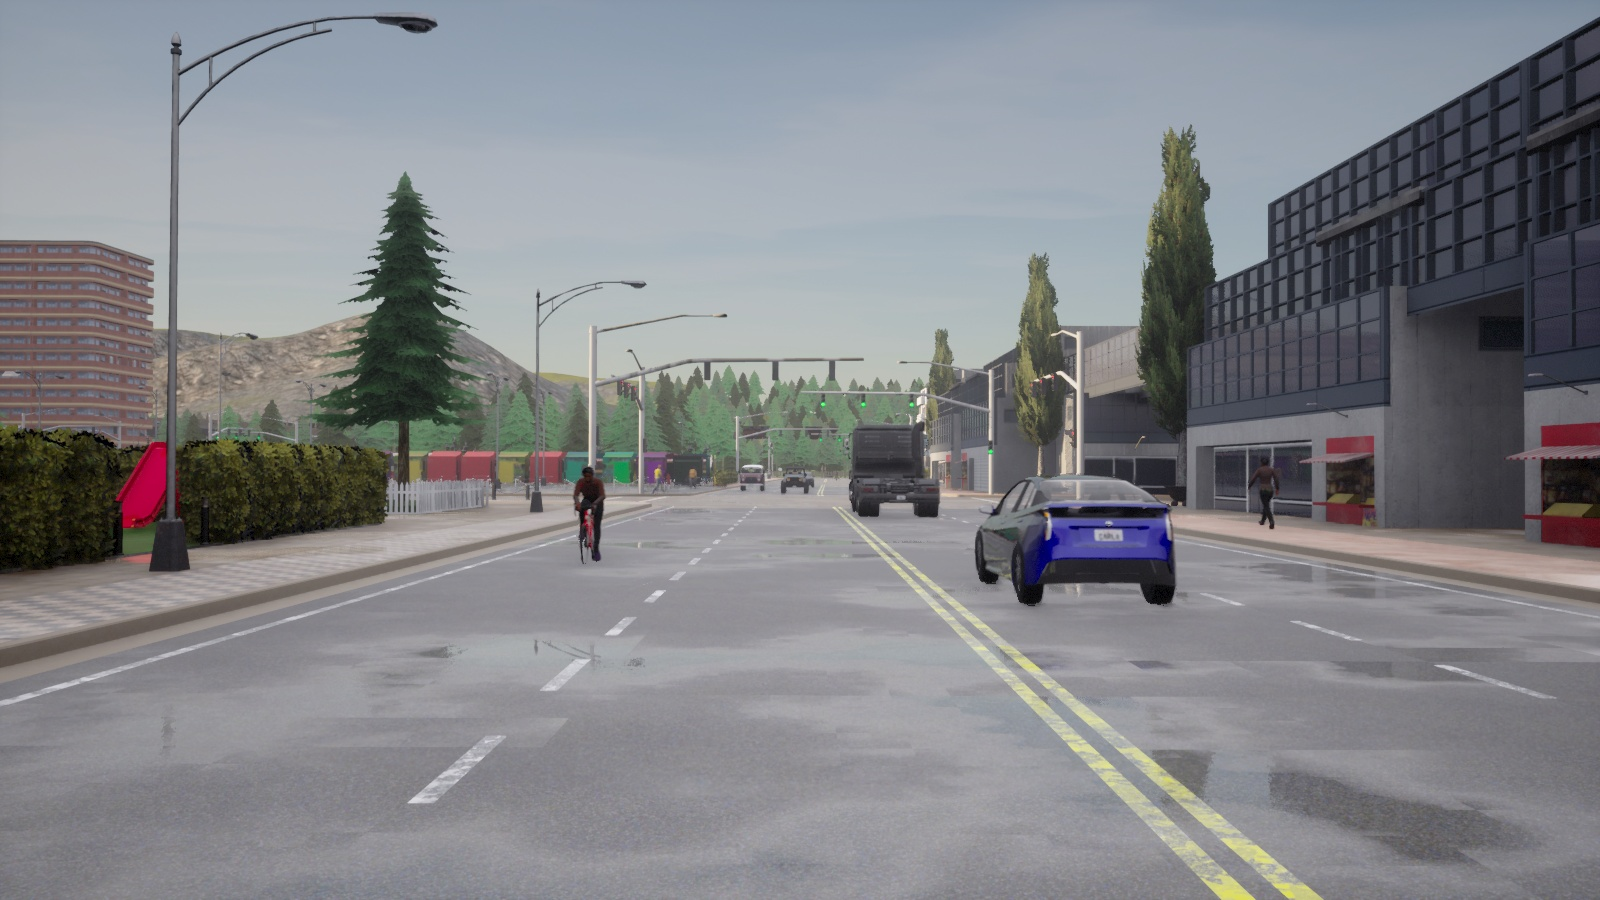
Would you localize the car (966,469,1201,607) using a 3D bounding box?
[{"bbox_3d":[3.460,1.020,16.268,2.007,1.525,4.514,0,-1,0],"label":"car"}]

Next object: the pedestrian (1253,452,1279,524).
[{"bbox_3d":[11.793,0.959,31.801,0.328,1.805,0.869,0,-1,0],"label":"pedestrian"}]

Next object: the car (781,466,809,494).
[{"bbox_3d":[-0.334,2.079,87.593,1.905,1.878,3.866,0,-1,1],"label":"car"}]

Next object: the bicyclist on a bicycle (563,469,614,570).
[{"bbox_3d":[-3.552,1.136,21.156,0.582,1.620,1.656,0,-1,0],"label":"bicyclist on a bicycle"}]

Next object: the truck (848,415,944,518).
[{"bbox_3d":[3.382,0.595,46.167,2.891,3.462,7.936,0,-1,0],"label":"truck"}]

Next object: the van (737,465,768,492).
[{"bbox_3d":[-3.631,2.177,96.998,2.069,2.038,4.480,0,-1,1],"label":"van"}]

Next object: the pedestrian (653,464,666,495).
[{"bbox_3d":[-8.516,1.785,76.257,0.706,1.836,0.354,0,-1,-34],"label":"pedestrian"}]
